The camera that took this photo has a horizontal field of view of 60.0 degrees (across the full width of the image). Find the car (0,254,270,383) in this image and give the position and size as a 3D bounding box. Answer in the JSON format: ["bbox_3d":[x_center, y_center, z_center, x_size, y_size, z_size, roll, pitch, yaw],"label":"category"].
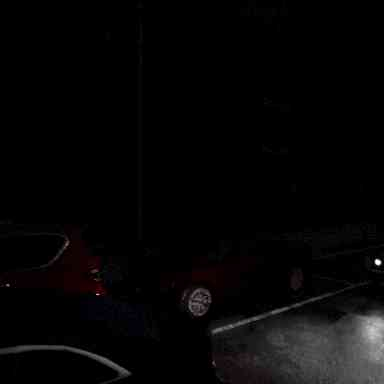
[{"bbox_3d":[-2.020,1.502,1.896,4.902,1.511,2.128,0,0,-35],"label":"car"}]

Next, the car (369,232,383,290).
[{"bbox_3d":[6.199,1.611,7.925,4.718,1.301,1.895,0,0,-36],"label":"car"}]

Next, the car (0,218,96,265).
[{"bbox_3d":[-3.588,1.333,4.159,5.009,1.841,2.192,0,1,-36],"label":"car"}]

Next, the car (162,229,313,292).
[{"bbox_3d":[0.832,1.562,7.400,4.507,1.381,1.887,0,1,-36],"label":"car"}]
